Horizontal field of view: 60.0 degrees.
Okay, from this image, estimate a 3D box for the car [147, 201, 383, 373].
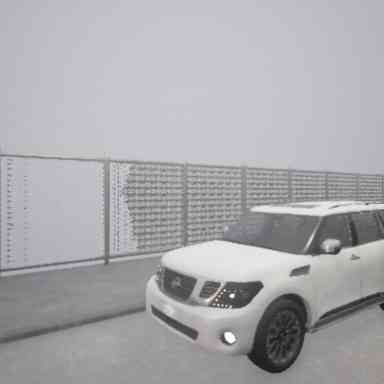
[{"bbox_3d":[1.965,1.212,5.980,5.566,2.045,2.150,0,0,-35],"label":"car"}]
